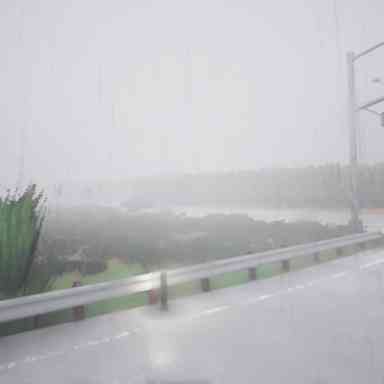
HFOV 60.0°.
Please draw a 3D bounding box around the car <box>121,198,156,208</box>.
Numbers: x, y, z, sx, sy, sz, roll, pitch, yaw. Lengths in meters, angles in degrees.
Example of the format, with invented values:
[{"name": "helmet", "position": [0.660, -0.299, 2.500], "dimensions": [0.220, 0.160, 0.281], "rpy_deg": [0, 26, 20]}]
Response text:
[{"name": "car", "position": [-5.967, 1.295, 36.859], "dimensions": [1.895, 1.301, 4.718], "rpy_deg": [-4, 2, -41]}]
